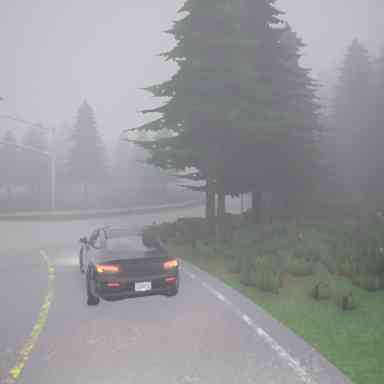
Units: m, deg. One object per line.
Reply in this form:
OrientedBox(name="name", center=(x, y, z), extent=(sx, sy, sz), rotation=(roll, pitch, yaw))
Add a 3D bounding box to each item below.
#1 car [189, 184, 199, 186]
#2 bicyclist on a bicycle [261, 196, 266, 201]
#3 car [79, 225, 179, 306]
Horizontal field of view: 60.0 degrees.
OrientedBox(name="car", center=(0.576, -1.747, 69.734), extent=(1.994, 1.385, 4.181), rotation=(0, 5, -5))
OrientedBox(name="bicyclist on a bicycle", center=(6.311, 0.894, 30.393), extent=(1.656, 1.620, 0.582), rotation=(-13, -4, 35))
OrientedBox(name="car", center=(-1.683, 1.526, 8.115), extent=(1.812, 1.442, 4.674), rotation=(0, 0, -21))
